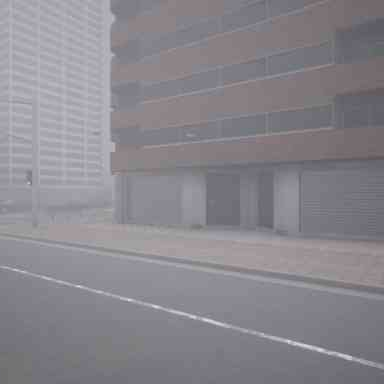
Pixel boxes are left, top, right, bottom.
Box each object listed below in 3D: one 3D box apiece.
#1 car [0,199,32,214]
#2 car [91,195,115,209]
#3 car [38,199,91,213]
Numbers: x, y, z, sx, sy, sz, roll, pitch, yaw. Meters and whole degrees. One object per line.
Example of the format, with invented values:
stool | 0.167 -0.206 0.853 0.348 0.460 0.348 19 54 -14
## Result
car | -18.736 1.477 35.595 1.882 1.535 5.008 0 0 35
car | -12.781 1.505 44.149 1.837 1.490 4.892 0 0 35
car | -13.872 1.601 36.458 1.895 1.301 4.718 0 0 35
